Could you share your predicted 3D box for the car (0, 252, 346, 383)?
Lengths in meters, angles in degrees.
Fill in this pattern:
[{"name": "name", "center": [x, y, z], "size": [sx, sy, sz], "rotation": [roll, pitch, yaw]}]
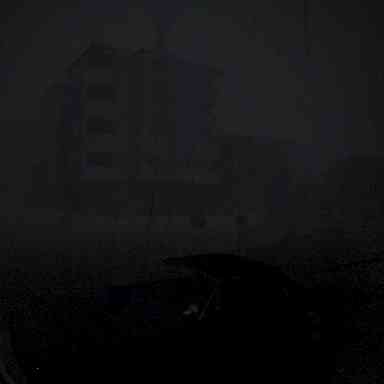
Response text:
[{"name": "car", "center": [0.027, 1.626, 4.623], "size": [4.718, 1.301, 1.895], "rotation": [1, 0, -35]}]
